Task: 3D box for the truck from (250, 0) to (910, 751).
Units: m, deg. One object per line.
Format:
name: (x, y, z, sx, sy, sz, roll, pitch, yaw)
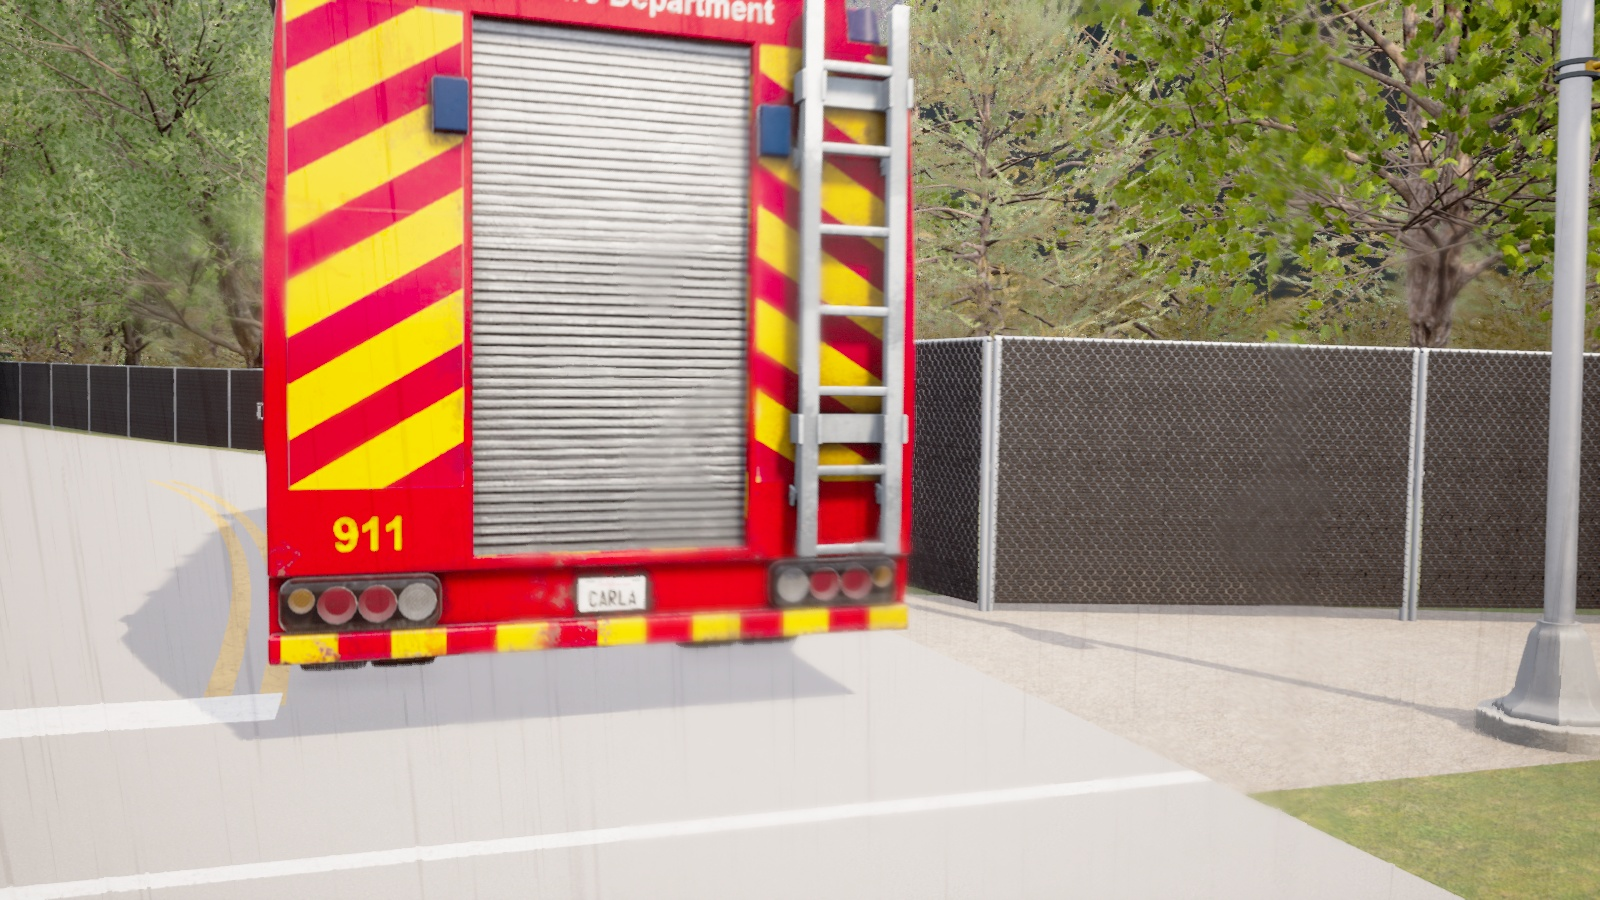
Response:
truck: (-2.254, -0.895, 9.574, 2.891, 3.827, 8.468, 0, 3, -19)
